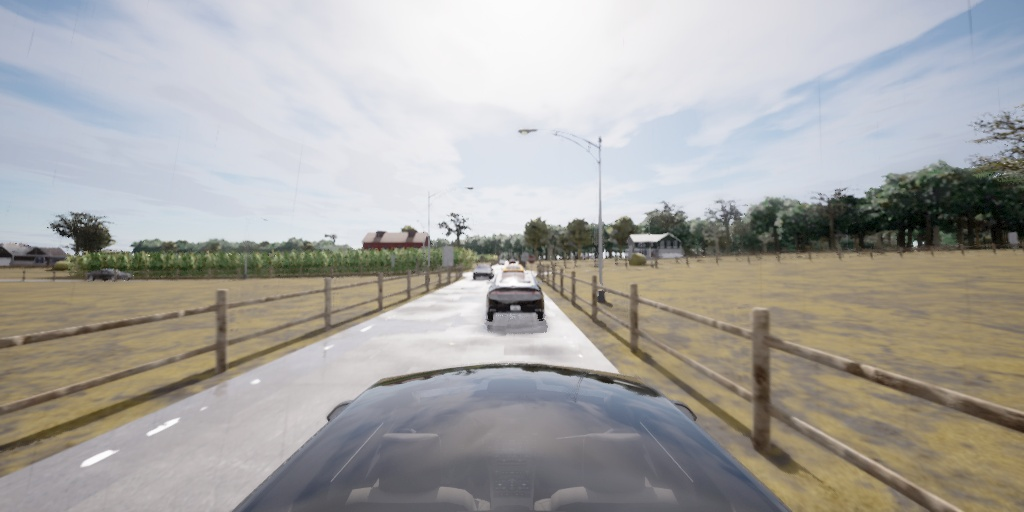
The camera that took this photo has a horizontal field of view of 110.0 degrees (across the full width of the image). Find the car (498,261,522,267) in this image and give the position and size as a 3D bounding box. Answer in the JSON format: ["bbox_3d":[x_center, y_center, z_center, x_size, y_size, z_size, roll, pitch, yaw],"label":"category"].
[{"bbox_3d":[0.107,1.426,29.619,1.882,1.535,5.008,0,0,0],"label":"car"}]

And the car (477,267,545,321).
[{"bbox_3d":[0.103,1.328,12.922,2.128,1.511,4.902,0,0,0],"label":"car"}]

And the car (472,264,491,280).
[{"bbox_3d":[-2.744,1.528,35.164,2.033,1.411,5.357,0,0,0],"label":"car"}]
